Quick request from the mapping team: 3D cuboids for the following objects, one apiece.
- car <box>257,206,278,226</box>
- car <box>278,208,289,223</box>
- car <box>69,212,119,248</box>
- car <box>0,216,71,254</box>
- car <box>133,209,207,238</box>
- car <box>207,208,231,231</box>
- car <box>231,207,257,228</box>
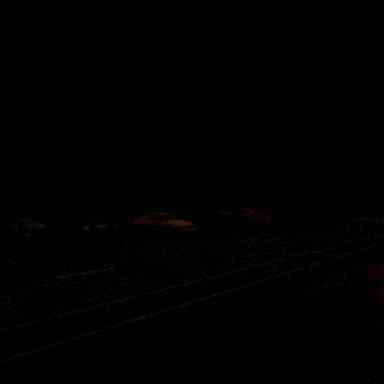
[{"bbox_3d":[4.105,2.011,27.443,2.097,1.535,5.008,0,-1,-43],"label":"car"},{"bbox_3d":[6.111,2.006,29.331,2.231,1.521,4.892,0,-1,-43],"label":"car"},{"bbox_3d":[-5.900,1.874,17.987,2.185,1.767,4.553,0,-2,-43],"label":"car"},{"bbox_3d":[-7.928,2.025,16.110,2.002,1.452,4.674,0,-2,-43],"label":"car"},{"bbox_3d":[-1.787,2.006,21.645,1.946,1.575,5.366,0,-2,-43],"label":"car"},{"bbox_3d":[0.076,2.048,23.693,2.163,1.488,4.792,0,-2,-43],"label":"car"},{"bbox_3d":[2.093,2.016,25.563,2.231,1.521,4.892,0,-1,-43],"label":"car"}]
